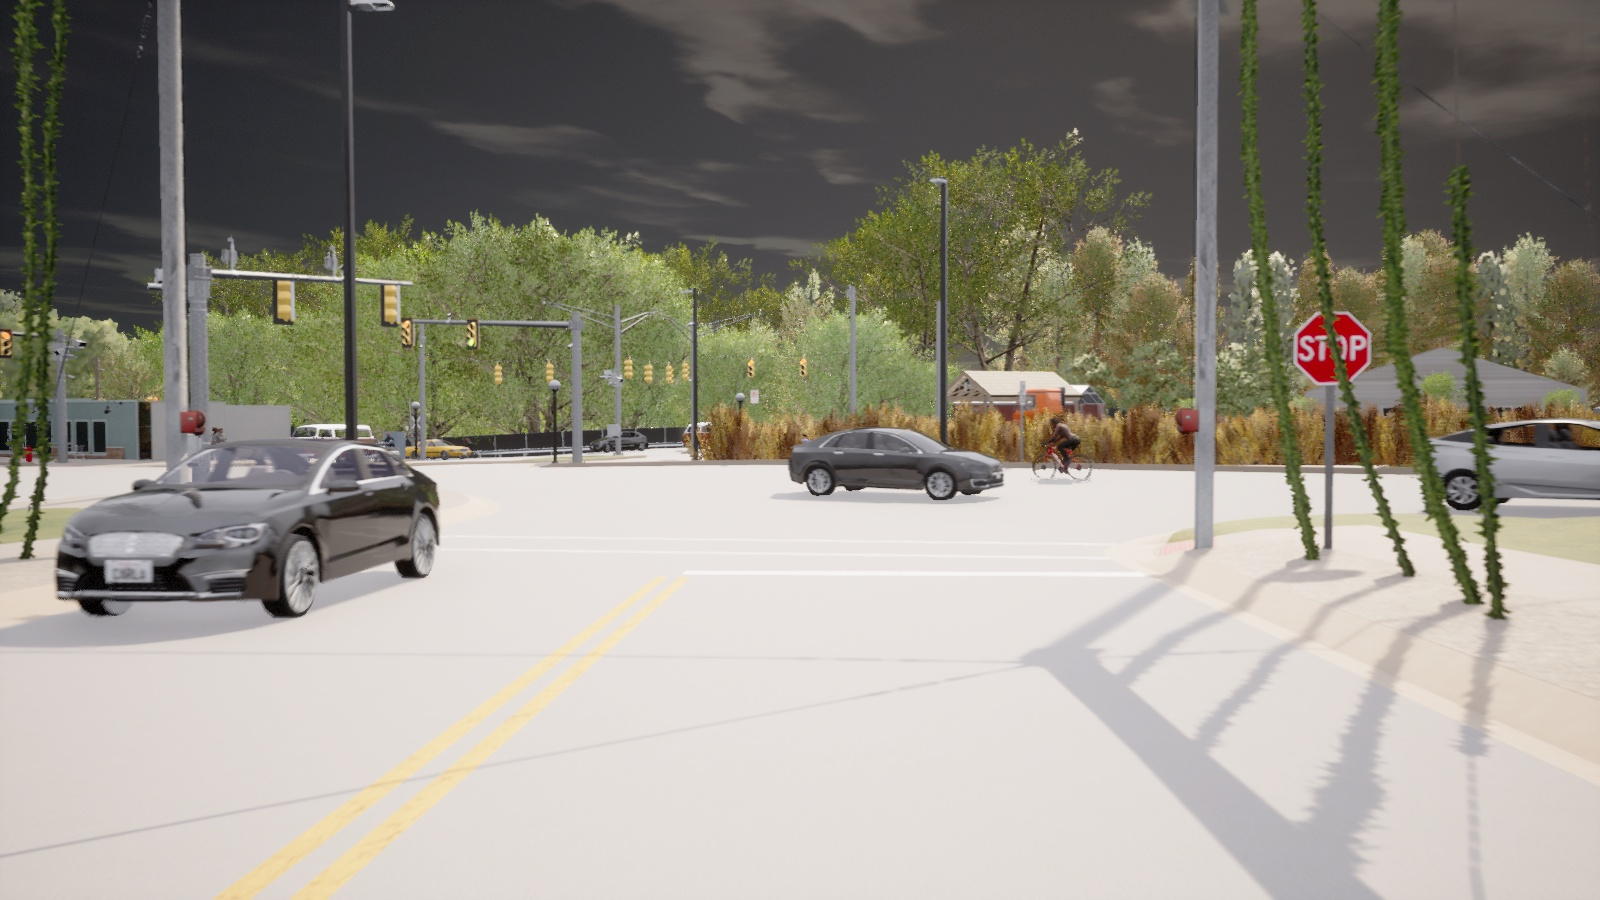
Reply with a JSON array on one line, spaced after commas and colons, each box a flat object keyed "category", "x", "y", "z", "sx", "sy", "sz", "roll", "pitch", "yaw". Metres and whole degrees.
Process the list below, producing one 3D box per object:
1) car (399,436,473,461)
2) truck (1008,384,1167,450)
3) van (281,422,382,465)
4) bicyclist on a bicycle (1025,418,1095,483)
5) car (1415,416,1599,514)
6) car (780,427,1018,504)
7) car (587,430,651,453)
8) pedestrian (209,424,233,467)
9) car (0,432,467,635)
[{"category": "car", "x": -25.309, "y": -0.123, "z": 87.285, "sx": 5.366, "sy": 1.575, "sz": 1.801, "roll": -1, "pitch": 2, "yaw": 32}, {"category": "truck", "x": 15.721, "y": -1.771, "z": 68.878, "sx": 7.936, "sy": 3.462, "sz": 2.891, "roll": 0, "pitch": 2, "yaw": 31}, {"category": "van", "x": -23.108, "y": -0.294, "z": 62.095, "sx": 2.069, "sy": 2.038, "sz": 4.480, "roll": -1, "pitch": -1, "yaw": 26}, {"category": "bicyclist on a bicycle", "x": 6.654, "y": 0.007, "z": 32.161, "sx": 1.656, "sy": 1.620, "sz": 0.582, "roll": 0, "pitch": 1, "yaw": 37}, {"category": "car", "x": 12.872, "y": 0.217, "z": 20.666, "sx": 2.007, "sy": 1.525, "sz": 4.514, "roll": -2, "pitch": 1, "yaw": -44}, {"category": "car", "x": 2.139, "y": 0.275, "z": 27.559, "sx": 4.892, "sy": 1.490, "sz": 1.837, "roll": 1, "pitch": 3, "yaw": 29}, {"category": "car", "x": -13.013, "y": -0.611, "z": 90.332, "sx": 4.193, "sy": 1.474, "sz": 1.816, "roll": -3, "pitch": 3, "yaw": -35}, {"category": "pedestrian", "x": -26.688, "y": -0.196, "z": 57.921, "sx": 0.873, "sy": 1.952, "sz": 0.659, "roll": 2, "pitch": 3, "yaw": 40}, {"category": "car", "x": -4.990, "y": 0.597, "z": 11.873, "sx": 2.128, "sy": 1.511, "sz": 4.902, "roll": 0, "pitch": 1, "yaw": 3}]
